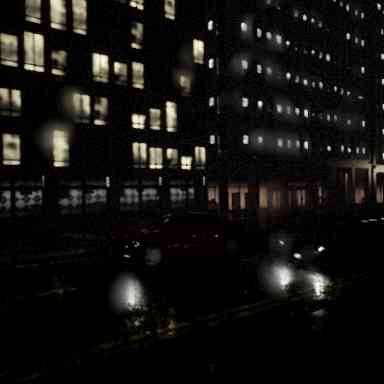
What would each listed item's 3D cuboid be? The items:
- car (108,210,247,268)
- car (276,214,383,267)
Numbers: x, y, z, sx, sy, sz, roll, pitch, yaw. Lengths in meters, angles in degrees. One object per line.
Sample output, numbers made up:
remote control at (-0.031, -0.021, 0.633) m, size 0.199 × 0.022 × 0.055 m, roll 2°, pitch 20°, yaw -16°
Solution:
car at (-0.344, 1.428, 11.353) m, size 5.008 × 1.535 × 1.882 m, roll 0°, pitch 0°, yaw -35°
car at (5.290, 1.480, 11.314) m, size 5.357 × 1.411 × 2.033 m, roll 0°, pitch 0°, yaw -35°
